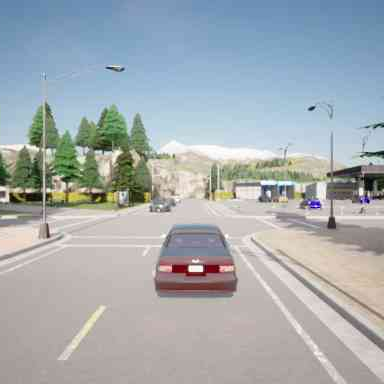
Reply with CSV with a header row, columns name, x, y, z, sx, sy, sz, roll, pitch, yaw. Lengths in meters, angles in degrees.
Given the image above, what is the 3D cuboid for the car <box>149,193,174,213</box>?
name,x,y,z,sx,sy,sz,roll,pitch,yaw
car,-3.545,1.350,37.651,2.097,1.767,4.553,0,0,0

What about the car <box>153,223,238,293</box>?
name,x,y,z,sx,sy,sz,roll,pitch,yaw
car,0.089,1.547,9.002,2.033,1.411,5.357,0,0,0

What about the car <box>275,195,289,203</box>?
name,x,y,z,sx,sy,sz,roll,pitch,yaw
car,17.427,1.327,65.475,2.152,1.636,5.027,0,0,0

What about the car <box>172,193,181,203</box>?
name,x,y,z,sx,sy,sz,roll,pitch,yaw
car,-3.411,1.203,68.048,2.150,2.045,5.566,0,0,0

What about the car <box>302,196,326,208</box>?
name,x,y,z,sx,sy,sz,roll,pitch,yaw
car,17.071,1.382,46.812,1.970,1.475,3.806,0,0,0

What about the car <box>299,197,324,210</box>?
name,x,y,z,sx,sy,sz,roll,pitch,yaw
car,14.008,1.372,39.425,1.845,1.501,3.633,0,0,0

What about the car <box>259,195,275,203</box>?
name,x,y,z,sx,sy,sz,roll,pitch,yaw
car,14.290,1.336,65.457,2.007,1.523,4.514,0,0,0

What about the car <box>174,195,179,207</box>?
name,x,y,z,sx,sy,sz,roll,pitch,yaw
car,-3.513,1.561,51.315,1.994,1.385,4.181,0,0,1

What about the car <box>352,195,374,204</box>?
name,x,y,z,sx,sy,sz,roll,pitch,yaw
car,29.187,1.317,57.669,1.845,1.501,3.633,0,0,0
